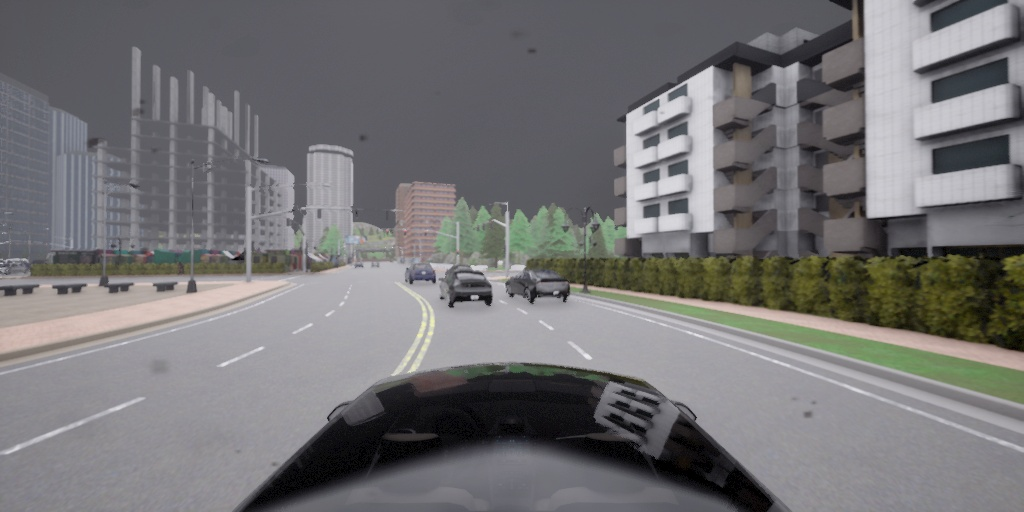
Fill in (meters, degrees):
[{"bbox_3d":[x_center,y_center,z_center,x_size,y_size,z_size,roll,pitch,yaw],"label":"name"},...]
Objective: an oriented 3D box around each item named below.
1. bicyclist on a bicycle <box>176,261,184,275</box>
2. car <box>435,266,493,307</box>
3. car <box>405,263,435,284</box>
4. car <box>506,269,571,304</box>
[{"bbox_3d":[-39.558,1.458,42.804,0.582,1.620,1.656,0,5,-20],"label":"bicyclist on a bicycle"},{"bbox_3d":[-2.217,1.399,16.490,1.837,1.490,4.892,0,0,-18],"label":"car"},{"bbox_3d":[-7.810,1.380,30.344,2.097,1.767,4.553,0,-1,-23],"label":"car"},{"bbox_3d":[1.121,1.388,17.542,2.128,1.511,4.902,0,0,-18],"label":"car"}]
